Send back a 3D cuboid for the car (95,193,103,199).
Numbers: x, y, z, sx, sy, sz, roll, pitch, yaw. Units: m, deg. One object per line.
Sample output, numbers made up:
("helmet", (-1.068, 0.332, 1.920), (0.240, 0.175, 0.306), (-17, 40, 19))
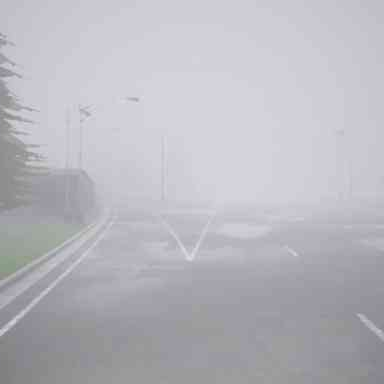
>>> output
("car", (-22.962, 0.938, 81.017), (1.837, 1.490, 4.892), (0, 0, -27))
